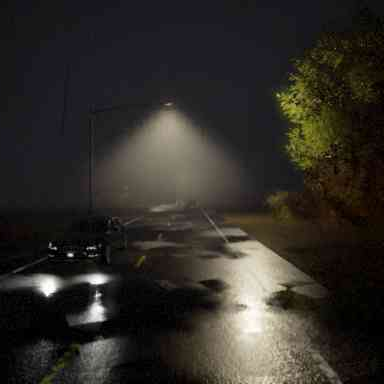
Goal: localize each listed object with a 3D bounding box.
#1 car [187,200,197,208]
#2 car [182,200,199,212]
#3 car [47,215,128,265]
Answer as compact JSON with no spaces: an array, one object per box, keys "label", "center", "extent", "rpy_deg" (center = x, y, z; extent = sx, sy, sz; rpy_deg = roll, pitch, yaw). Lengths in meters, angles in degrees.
[{"label":"car","center":[-0.027,2.250,64.886],"extent":[1.812,1.442,4.674],"rpy_deg":[0,-1,0]},{"label":"car","center":[0.018,2.091,47.267],"extent":[1.994,1.385,4.181],"rpy_deg":[0,-1,0]},{"label":"car","center":[-3.619,1.646,12.327],"extent":[1.837,1.490,4.892],"rpy_deg":[0,-1,0]}]
